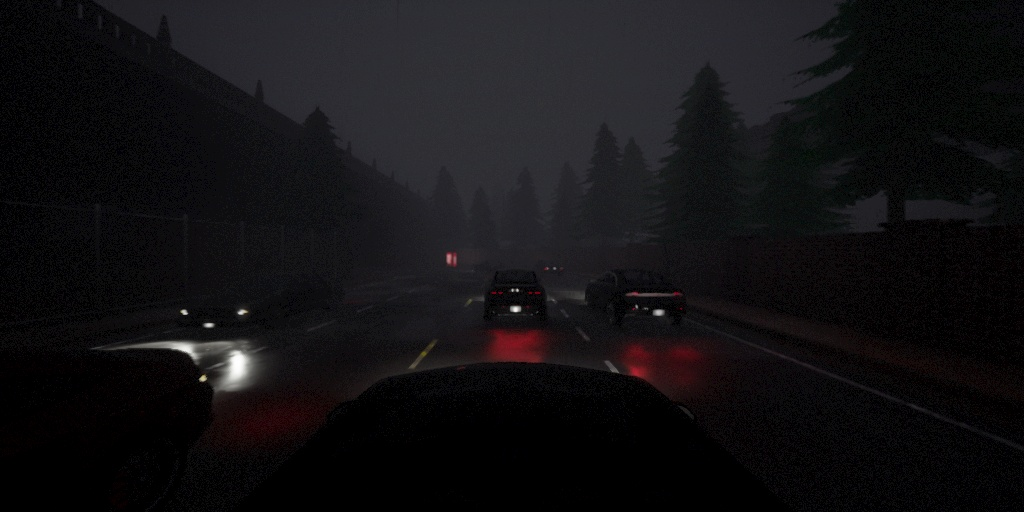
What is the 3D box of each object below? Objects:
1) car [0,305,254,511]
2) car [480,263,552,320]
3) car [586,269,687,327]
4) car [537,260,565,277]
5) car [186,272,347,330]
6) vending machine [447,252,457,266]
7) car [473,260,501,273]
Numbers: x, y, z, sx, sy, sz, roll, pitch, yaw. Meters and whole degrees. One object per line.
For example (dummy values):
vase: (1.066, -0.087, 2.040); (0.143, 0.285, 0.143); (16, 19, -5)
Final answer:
car: (-3.600, 1.279, 1.368); (1.812, 1.442, 4.674); (0, 1, 0)
car: (0.101, 1.156, 12.117); (1.837, 1.490, 4.892); (0, 1, 0)
car: (3.601, 1.151, 11.209); (2.128, 1.511, 4.902); (0, 1, 0)
car: (2.934, 1.018, 30.941); (2.033, 1.411, 5.357); (0, 1, -10)
car: (-7.090, 1.209, 11.042); (2.033, 1.411, 5.357); (0, 1, 0)
vending machine: (-8.380, 0.487, 49.781); (0.880, 2.100, 1.100); (0, 0, 24)
car: (-2.184, 1.038, 34.526); (1.895, 1.301, 4.718); (0, 1, -25)
